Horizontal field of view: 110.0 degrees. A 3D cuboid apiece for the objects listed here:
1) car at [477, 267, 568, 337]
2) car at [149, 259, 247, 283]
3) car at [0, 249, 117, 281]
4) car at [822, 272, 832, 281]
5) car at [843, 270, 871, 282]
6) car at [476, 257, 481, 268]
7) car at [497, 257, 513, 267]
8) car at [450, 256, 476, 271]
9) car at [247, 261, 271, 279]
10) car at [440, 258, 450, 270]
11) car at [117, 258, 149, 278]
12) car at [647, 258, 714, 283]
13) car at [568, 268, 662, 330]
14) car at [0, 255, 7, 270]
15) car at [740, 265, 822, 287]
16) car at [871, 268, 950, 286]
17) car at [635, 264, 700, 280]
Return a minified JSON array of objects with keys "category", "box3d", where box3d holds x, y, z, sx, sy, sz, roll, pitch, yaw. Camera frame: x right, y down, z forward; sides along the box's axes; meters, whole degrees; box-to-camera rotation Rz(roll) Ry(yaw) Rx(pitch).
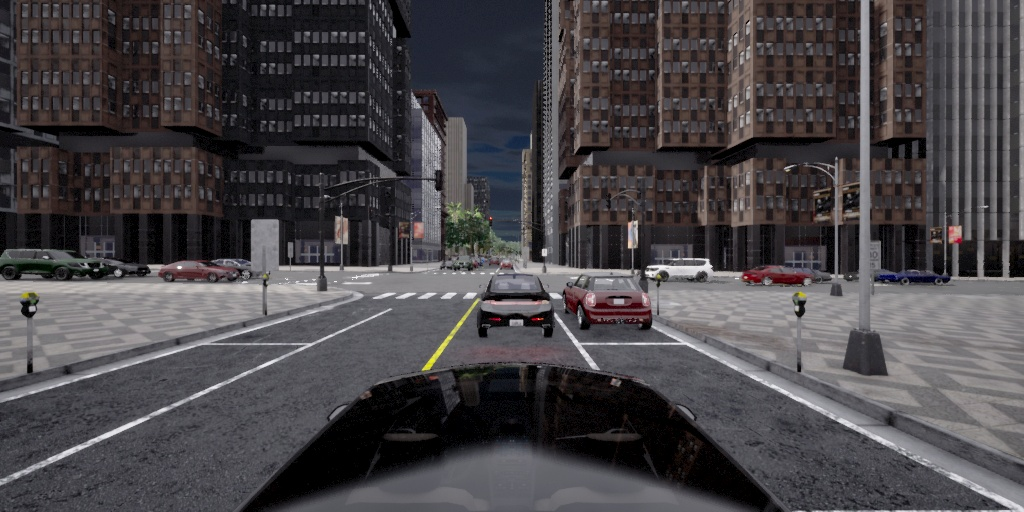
[{"category":"car","box3d":[0.073,1.241,10.230,2.128,1.511,4.902,0,0,-1]},{"category":"car","box3d":[-21.097,1.011,24.228,4.674,1.442,1.812,1,0,0]},{"category":"car","box3d":[-30.798,0.570,24.131,5.566,2.045,2.150,1,0,-1]},{"category":"car","box3d":[24.735,1.679,31.349,5.357,1.411,2.033,1,0,0]},{"category":"car","box3d":[34.713,1.837,34.685,4.181,1.385,1.994,1,0,-1]},{"category":"car","box3d":[-6.694,1.250,59.304,1.882,1.535,5.008,0,0,0]},{"category":"car","box3d":[-0.782,1.197,52.497,1.967,1.591,4.097,0,0,-1]},{"category":"car","box3d":[-6.609,0.973,49.314,2.150,2.045,5.566,0,0,-1]},{"category":"car","box3d":[-21.210,0.971,27.489,4.902,1.511,2.128,1,0,0]},{"category":"car","box3d":[-9.306,1.323,52.415,1.948,1.339,4.313,0,0,-1]},{"category":"car","box3d":[-30.599,0.852,27.389,4.892,1.490,1.837,1,0,-1]},{"category":"car","box3d":[14.495,1.205,31.236,5.566,2.045,2.150,1,0,1]},{"category":"car","box3d":[2.730,1.189,11.117,1.967,1.591,4.097,0,0,0]},{"category":"car","box3d":[-51.930,0.572,33.883,5.357,1.411,2.033,1,0,-1]},{"category":"car","box3d":[20.621,1.553,27.862,5.008,1.535,1.882,1,0,-1]},{"category":"car","box3d":[35.059,1.883,31.437,4.718,1.301,1.895,1,0,0]},{"category":"car","box3d":[14.892,1.533,34.501,5.357,1.411,2.033,1,0,1]}]
